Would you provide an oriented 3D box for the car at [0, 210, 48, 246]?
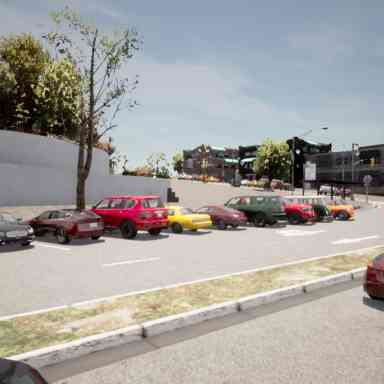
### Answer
[{"bbox_3d":[-8.629,1.493,14.059,4.892,1.521,2.231,-1,-1,35],"label":"car"}]

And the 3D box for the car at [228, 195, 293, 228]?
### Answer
[{"bbox_3d":[3.595,1.263,22.757,5.566,2.045,2.435,-1,-1,35],"label":"car"}]

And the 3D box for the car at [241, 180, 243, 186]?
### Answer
[{"bbox_3d":[12.180,-2.043,76.113,2.002,1.452,4.674,7,4,35],"label":"car"}]

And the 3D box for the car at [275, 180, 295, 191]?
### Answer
[{"bbox_3d":[19.069,-0.992,66.224,2.231,1.521,4.892,7,3,35],"label":"car"}]

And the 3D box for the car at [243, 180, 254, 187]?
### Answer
[{"bbox_3d":[14.010,-1.811,73.792,1.946,1.575,5.366,7,3,35],"label":"car"}]

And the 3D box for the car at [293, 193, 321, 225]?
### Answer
[{"bbox_3d":[6.109,1.267,24.460,5.566,2.045,2.435,-1,-1,35],"label":"car"}]

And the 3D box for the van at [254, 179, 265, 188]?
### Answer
[{"bbox_3d":[15.583,-1.763,71.060,1.878,1.987,4.442,7,4,35],"label":"van"}]

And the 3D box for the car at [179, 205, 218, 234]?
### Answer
[{"bbox_3d":[-1.441,1.503,19.374,5.366,1.575,1.946,-1,-1,35],"label":"car"}]

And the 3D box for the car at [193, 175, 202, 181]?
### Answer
[{"bbox_3d":[3.488,-3.698,88.350,2.435,2.045,5.566,7,3,34],"label":"car"}]

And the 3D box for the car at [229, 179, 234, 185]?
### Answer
[{"bbox_3d":[10.439,-2.316,78.576,2.002,1.452,4.674,7,3,35],"label":"car"}]

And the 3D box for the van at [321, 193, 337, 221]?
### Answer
[{"bbox_3d":[8.648,1.297,26.129,4.442,1.987,1.878,-1,-1,35],"label":"van"}]

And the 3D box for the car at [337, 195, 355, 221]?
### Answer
[{"bbox_3d":[11.058,1.403,27.877,4.553,1.767,2.185,-1,-1,35],"label":"car"}]

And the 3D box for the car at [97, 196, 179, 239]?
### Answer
[{"bbox_3d":[-3.762,1.248,17.548,5.566,2.045,2.435,-1,-1,35],"label":"car"}]

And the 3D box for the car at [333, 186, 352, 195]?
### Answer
[{"bbox_3d":[25.965,0.137,56.362,2.002,1.452,4.674,7,3,35],"label":"car"}]

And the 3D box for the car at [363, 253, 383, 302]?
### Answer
[{"bbox_3d":[5.540,1.574,7.084,4.181,1.385,1.994,0,0,-34],"label":"car"}]

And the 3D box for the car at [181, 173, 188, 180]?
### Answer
[{"bbox_3d":[-0.033,-4.084,93.288,2.185,1.767,4.553,4,1,33],"label":"car"}]

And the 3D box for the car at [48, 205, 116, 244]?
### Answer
[{"bbox_3d":[-6.208,1.524,15.804,4.792,1.488,2.163,-1,-1,35],"label":"car"}]

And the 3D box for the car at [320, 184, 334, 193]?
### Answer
[{"bbox_3d":[24.275,-0.426,58.835,2.435,2.045,5.566,7,3,35],"label":"car"}]

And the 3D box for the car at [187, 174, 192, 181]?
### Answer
[{"bbox_3d":[1.695,-3.850,90.817,2.185,1.767,4.553,6,3,34],"label":"car"}]

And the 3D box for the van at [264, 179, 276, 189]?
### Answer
[{"bbox_3d":[17.310,-1.490,68.587,1.878,1.987,4.442,7,4,35],"label":"van"}]

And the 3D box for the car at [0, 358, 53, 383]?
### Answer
[{"bbox_3d":[-2.904,1.504,1.062,4.892,1.490,1.837,0,0,-35],"label":"car"}]

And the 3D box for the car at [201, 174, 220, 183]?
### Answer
[{"bbox_3d":[5.338,-3.175,86.089,1.946,1.575,5.366,7,3,34],"label":"car"}]

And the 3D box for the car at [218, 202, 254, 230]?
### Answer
[{"bbox_3d":[1.166,1.549,21.000,4.674,1.452,2.002,-1,-1,35],"label":"car"}]
